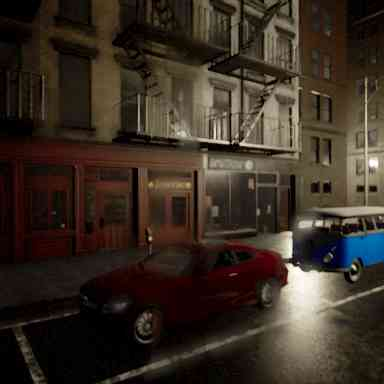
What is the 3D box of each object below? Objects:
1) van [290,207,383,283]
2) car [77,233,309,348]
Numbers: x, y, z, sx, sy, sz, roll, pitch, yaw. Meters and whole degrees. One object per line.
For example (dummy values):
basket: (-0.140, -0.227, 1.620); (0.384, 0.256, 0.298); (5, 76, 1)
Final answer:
van: (4.476, 1.329, 9.339); (3.998, 1.788, 1.690); (0, 0, -35)
car: (0.060, 1.577, 6.221); (4.206, 1.307, 1.802); (0, 0, -35)
